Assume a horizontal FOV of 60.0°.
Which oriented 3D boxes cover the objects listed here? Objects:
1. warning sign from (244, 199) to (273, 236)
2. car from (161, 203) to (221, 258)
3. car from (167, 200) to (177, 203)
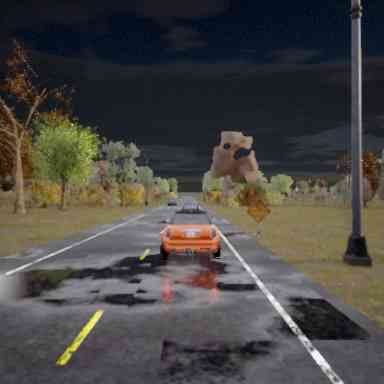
[{"bbox_3d":[3.485,1.288,17.449,1.300,1.860,1.060,0,0,0],"label":"warning sign"},{"bbox_3d":[-0.028,1.484,13.469,2.097,1.767,4.553,0,-1,0],"label":"car"},{"bbox_3d":[-3.817,2.196,65.015,2.033,1.411,5.357,0,-1,0],"label":"car"}]
